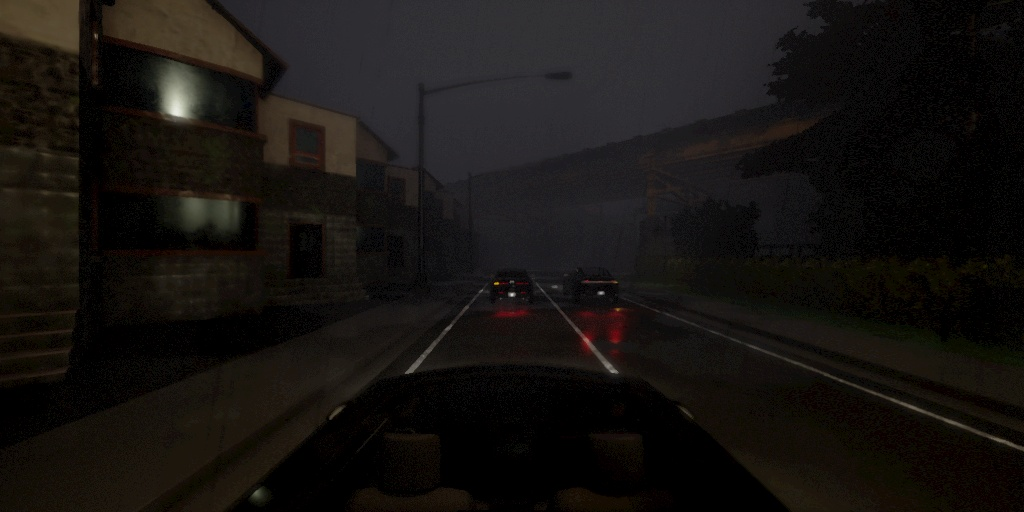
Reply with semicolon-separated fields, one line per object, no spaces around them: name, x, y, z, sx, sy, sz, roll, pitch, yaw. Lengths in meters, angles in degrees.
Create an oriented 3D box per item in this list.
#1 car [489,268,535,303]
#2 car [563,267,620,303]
car;0.000;1.265;16.500;1.837;1.490;4.892;0;0;0
car;3.500;1.244;16.500;2.128;1.511;4.902;0;0;0
